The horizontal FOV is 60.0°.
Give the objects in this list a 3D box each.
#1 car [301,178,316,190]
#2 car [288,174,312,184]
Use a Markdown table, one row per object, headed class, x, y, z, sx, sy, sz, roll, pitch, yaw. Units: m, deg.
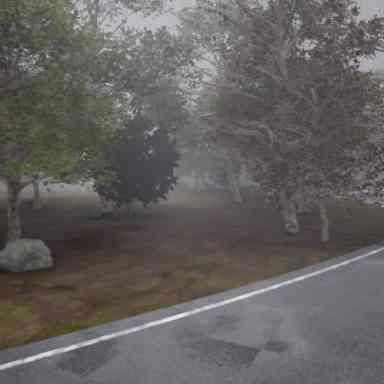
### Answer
| class | x | y | z | sx | sy | sz | roll | pitch | yaw |
| --- | --- | --- | --- | --- | --- | --- | --- | --- | --- |
| car | 16.724 | -1.058 | 45.795 | 1.812 | 1.442 | 4.674 | -5 | 3 | -7 |
| car | 21.466 | -2.641 | 65.960 | 4.902 | 1.511 | 2.128 | -8 | 5 | -40 |
